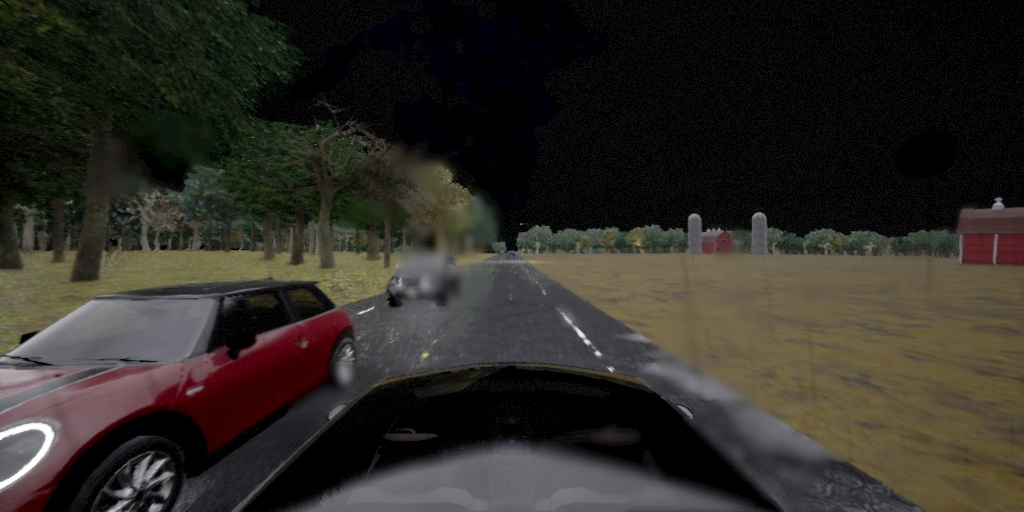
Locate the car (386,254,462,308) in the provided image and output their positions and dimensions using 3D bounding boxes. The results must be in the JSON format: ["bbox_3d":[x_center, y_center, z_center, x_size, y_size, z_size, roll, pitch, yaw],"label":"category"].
[{"bbox_3d":[-3.525,0.934,15.507,2.150,2.045,5.566,0,0,1],"label":"car"}]

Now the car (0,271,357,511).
[{"bbox_3d":[-3.535,1.099,3.825,2.097,1.767,4.553,0,0,0],"label":"car"}]
